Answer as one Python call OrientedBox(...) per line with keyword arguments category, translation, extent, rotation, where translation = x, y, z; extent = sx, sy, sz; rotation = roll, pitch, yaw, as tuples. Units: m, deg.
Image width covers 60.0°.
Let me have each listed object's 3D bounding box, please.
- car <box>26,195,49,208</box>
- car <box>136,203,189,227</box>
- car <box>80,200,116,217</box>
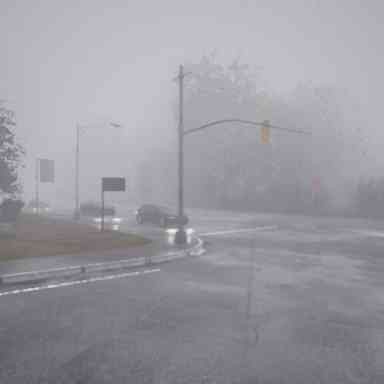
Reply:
OrientedBox(category="car", translation=(-22.295, 1.558, 48.397), extent=(1.812, 1.442, 4.674), rotation=(0, 0, -38))
OrientedBox(category="car", translation=(-2.168, 1.542, 23.271), extent=(1.837, 1.490, 4.892), rotation=(0, 0, -39))
OrientedBox(category="car", translation=(-9.030, 1.514, 31.798), extent=(1.882, 1.535, 5.008), rotation=(0, 1, -39))
